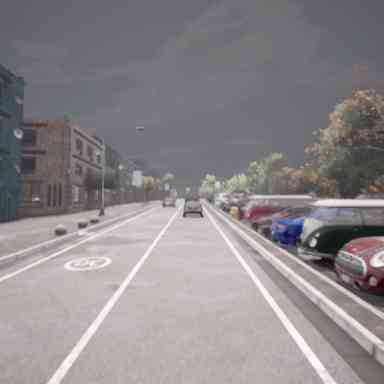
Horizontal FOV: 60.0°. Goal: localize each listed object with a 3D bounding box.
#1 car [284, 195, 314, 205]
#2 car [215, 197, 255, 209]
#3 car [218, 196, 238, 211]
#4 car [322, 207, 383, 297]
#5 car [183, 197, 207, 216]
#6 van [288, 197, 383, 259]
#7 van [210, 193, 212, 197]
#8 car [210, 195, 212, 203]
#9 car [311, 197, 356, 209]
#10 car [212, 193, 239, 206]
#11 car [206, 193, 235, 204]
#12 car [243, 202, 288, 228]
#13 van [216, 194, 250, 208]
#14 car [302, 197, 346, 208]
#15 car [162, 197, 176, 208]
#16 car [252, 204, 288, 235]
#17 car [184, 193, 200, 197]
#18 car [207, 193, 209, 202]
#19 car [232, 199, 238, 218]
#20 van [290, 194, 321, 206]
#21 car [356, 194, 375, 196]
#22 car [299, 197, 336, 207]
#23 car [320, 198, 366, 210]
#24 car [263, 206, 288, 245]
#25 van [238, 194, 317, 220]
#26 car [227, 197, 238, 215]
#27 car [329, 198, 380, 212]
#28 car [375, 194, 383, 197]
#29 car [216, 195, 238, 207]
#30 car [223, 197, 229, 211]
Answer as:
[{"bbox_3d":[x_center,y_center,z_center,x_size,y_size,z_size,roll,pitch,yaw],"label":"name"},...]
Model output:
[{"bbox_3d":[18.631,1.353,57.974,4.553,1.767,2.185,0,0,0],"label":"car"},{"bbox_3d":[5.591,1.449,43.914,5.008,1.535,2.097,0,0,0],"label":"car"},{"bbox_3d":[5.581,1.466,35.505,4.792,1.488,2.163,0,0,0],"label":"car"},{"bbox_3d":[5.685,1.340,7.474,4.553,1.767,2.185,0,0,0],"label":"car"},{"bbox_3d":[0.089,1.514,31.642,2.033,1.411,5.357,0,0,0],"label":"car"},{"bbox_3d":[5.532,1.236,10.277,4.442,1.987,1.878,0,0,0],"label":"van"},{"bbox_3d":[5.470,1.238,52.325,4.442,1.987,1.878,0,0,0],"label":"van"},{"bbox_3d":[5.584,1.460,49.520,4.892,1.521,2.231,0,0,0],"label":"car"},{"bbox_3d":[18.671,1.451,44.050,5.008,1.535,2.097,0,0,0],"label":"car"},{"bbox_3d":[5.630,1.193,41.111,5.566,2.045,2.435,0,0,0],"label":"car"},{"bbox_3d":[5.611,1.266,66.340,5.566,2.045,2.435,0,0,0],"label":"car"},{"bbox_3d":[5.607,1.480,18.688,4.792,1.488,2.163,0,0,0],"label":"car"},{"bbox_3d":[5.709,1.228,46.718,4.442,1.987,1.878,0,0,0],"label":"van"},{"bbox_3d":[18.487,1.453,46.836,5.366,1.575,1.946,0,0,0],"label":"car"},{"bbox_3d":[-3.336,1.483,48.411,2.128,1.511,4.902,0,0,0],"label":"car"},{"bbox_3d":[5.611,1.484,15.884,4.792,1.488,2.163,0,0,0],"label":"car"},{"bbox_3d":[-0.006,1.213,47.821,2.150,2.045,5.566,0,0,0],"label":"car"},{"bbox_3d":[5.611,1.226,57.930,5.566,2.045,2.435,0,0,0],"label":"car"},{"bbox_3d":[5.656,1.472,24.294,4.792,1.488,2.163,0,0,0],"label":"car"},{"bbox_3d":[18.780,1.245,55.194,4.442,1.987,1.878,0,0,0],"label":"van"},{"bbox_3d":[18.661,1.187,35.697,5.566,2.045,2.435,0,0,0],"label":"car"},{"bbox_3d":[18.667,1.501,49.621,4.674,1.452,2.002,0,0,0],"label":"car"},{"bbox_3d":[18.651,1.476,41.265,4.792,1.488,2.163,0,0,0],"label":"car"},{"bbox_3d":[5.639,1.458,13.081,5.008,1.535,2.097,0,0,0],"label":"car"},{"bbox_3d":[5.515,1.220,21.490,4.442,1.987,1.878,0,0,0],"label":"van"},{"bbox_3d":[5.808,1.435,27.098,5.366,1.575,1.946,0,0,0],"label":"car"},{"bbox_3d":[18.714,1.471,38.480,4.792,1.488,2.163,0,0,0],"label":"car"},{"bbox_3d":[18.673,1.188,27.341,5.566,2.045,2.435,0,0,0],"label":"car"},{"bbox_3d":[5.601,1.440,38.303,4.892,1.521,2.231,0,0,0],"label":"car"},{"bbox_3d":[5.613,1.435,29.897,5.008,1.535,2.097,0,0,0],"label":"car"}]
